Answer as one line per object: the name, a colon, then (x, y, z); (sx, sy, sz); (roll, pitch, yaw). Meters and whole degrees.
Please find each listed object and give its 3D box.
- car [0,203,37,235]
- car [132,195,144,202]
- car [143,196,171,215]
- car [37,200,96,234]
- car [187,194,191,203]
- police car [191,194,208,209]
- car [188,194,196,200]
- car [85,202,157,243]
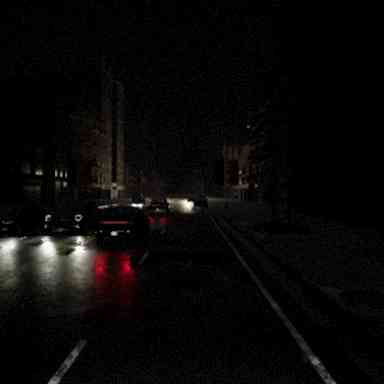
car: (-9.846, 1.436, 18.722); (1.882, 1.535, 5.008); (0, 0, 0)
car: (-9.770, 1.353, 60.874); (2.128, 1.511, 4.902); (0, 0, 1)
car: (-3.144, 1.420, 32.767); (2.128, 1.511, 4.902); (0, 0, 0)
car: (-6.596, 1.310, 18.904); (2.097, 1.767, 4.553); (0, 0, 0)
car: (0.012, 1.454, 64.140); (1.895, 1.301, 4.718); (0, 0, 0)
police car: (1.146, 1.327, 44.897); (1.930, 1.638, 5.238); (0, 0, 0)
car: (0.015, 1.223, 79.453); (1.895, 1.301, 4.718); (0, 0, 0)
car: (-3.147, 1.456, 15.860); (2.128, 1.511, 4.902); (0, 0, 0)
